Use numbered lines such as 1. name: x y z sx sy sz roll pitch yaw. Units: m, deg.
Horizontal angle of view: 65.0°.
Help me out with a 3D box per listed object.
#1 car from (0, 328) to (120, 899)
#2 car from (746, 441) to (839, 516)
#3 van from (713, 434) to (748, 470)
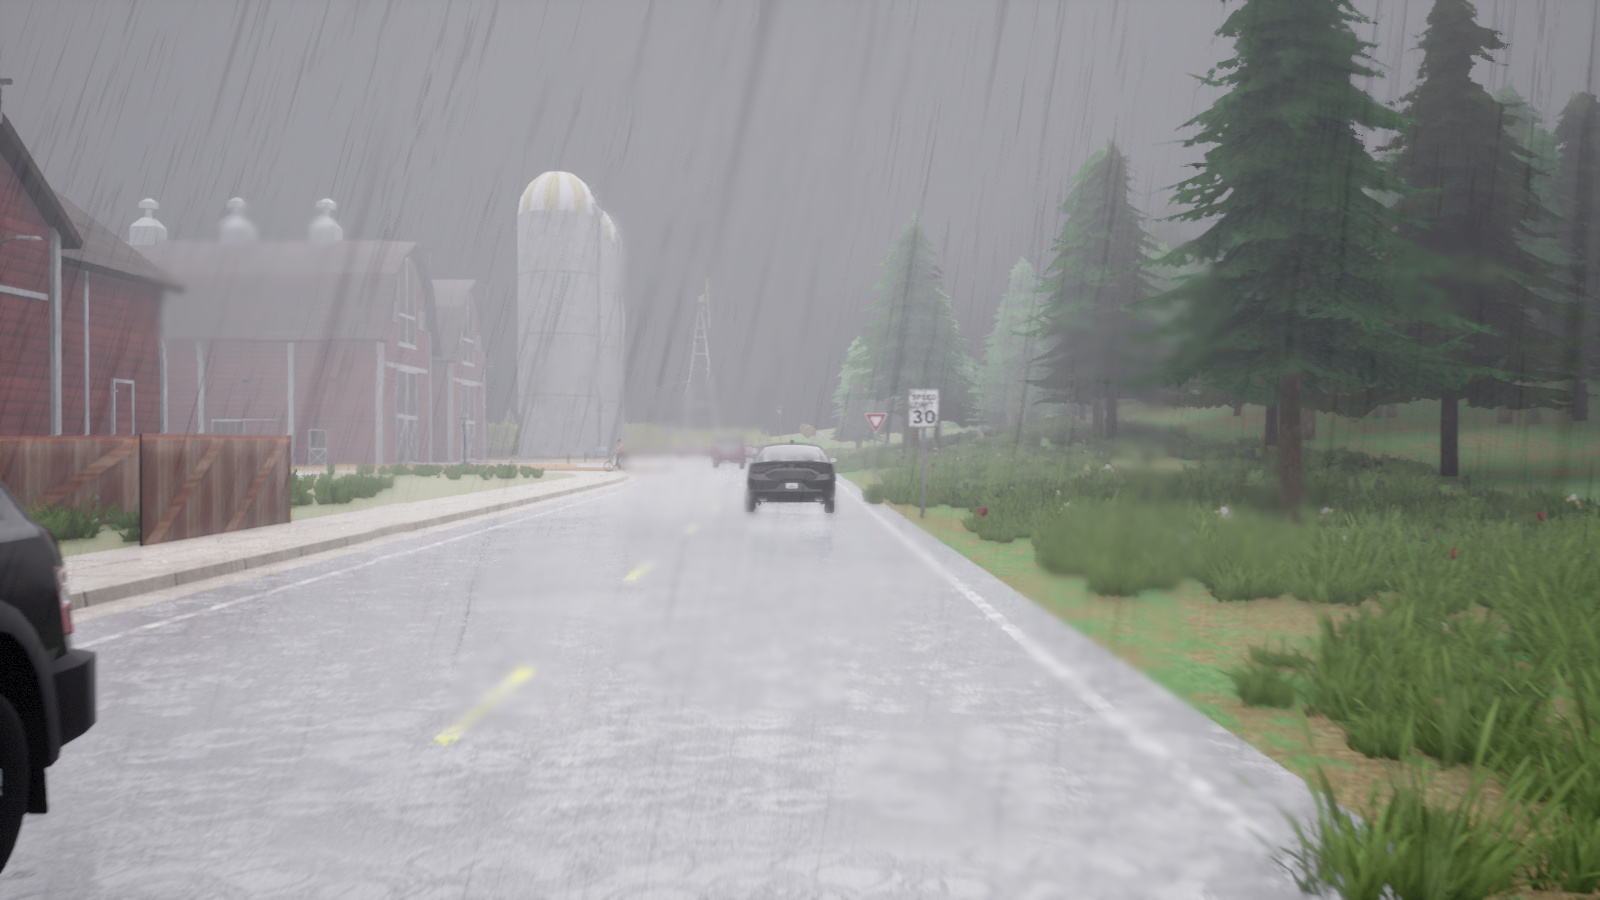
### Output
1. car: -3.508 0.547 2.410 1.932 1.855 4.605 0 0 0
2. car: -0.164 0.566 28.105 1.882 1.535 5.008 0 0 0
3. van: -3.930 0.092 71.837 1.775 1.987 4.442 0 0 0
